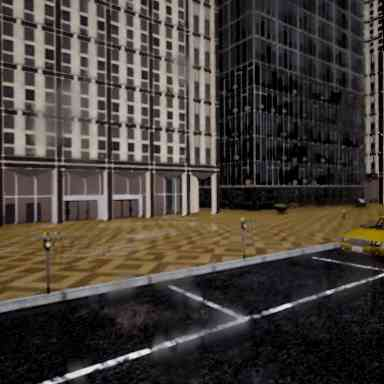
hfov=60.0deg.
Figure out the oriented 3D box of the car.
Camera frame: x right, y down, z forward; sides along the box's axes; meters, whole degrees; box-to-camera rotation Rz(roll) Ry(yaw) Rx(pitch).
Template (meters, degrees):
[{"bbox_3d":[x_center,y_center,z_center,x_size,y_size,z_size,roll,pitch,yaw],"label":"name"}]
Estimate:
[{"bbox_3d":[7.023,1.402,11.590,4.829,1.417,1.752,-1,0,-36],"label":"car"}]
